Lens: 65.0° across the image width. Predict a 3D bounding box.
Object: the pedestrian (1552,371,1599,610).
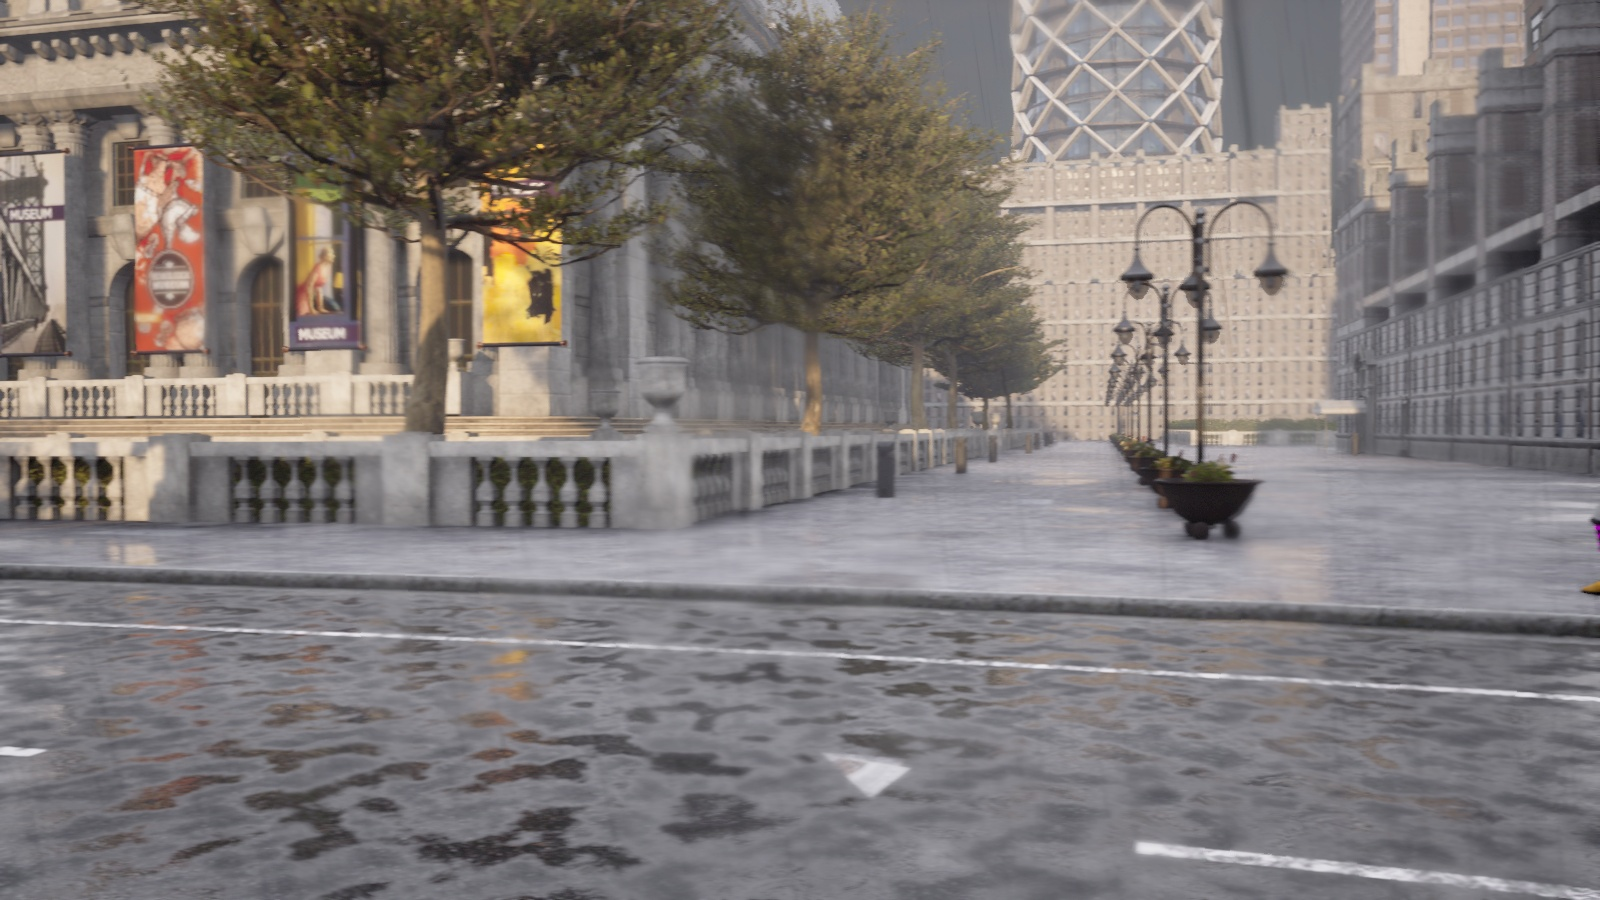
[{"bbox_3d":[6.873,0.331,10.476,0.873,1.952,0.659,0,1,17],"label":"pedestrian"}]
